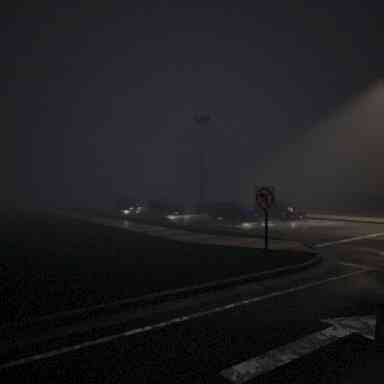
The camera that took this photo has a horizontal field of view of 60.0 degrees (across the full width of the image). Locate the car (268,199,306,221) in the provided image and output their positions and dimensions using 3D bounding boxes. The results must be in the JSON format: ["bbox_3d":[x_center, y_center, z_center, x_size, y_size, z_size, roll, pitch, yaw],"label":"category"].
[{"bbox_3d":[7.106,1.352,27.534,2.097,1.767,4.553,0,0,-36],"label":"car"}]

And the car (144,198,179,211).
[{"bbox_3d":[-3.972,1.547,42.751,2.033,1.411,5.357,0,0,-36],"label":"car"}]

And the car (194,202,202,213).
[{"bbox_3d":[2.035,1.564,34.500,1.994,1.385,4.181,0,0,-36],"label":"car"}]

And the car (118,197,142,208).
[{"bbox_3d":[-9.443,1.562,50.374,1.994,1.385,4.181,0,0,-36],"label":"car"}]

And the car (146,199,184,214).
[{"bbox_3d":[-2.760,1.478,35.134,1.882,1.535,5.008,0,0,-36],"label":"car"}]

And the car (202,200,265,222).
[{"bbox_3d":[3.309,1.478,26.800,1.882,1.535,5.008,0,0,-36],"label":"car"}]

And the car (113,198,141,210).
[{"bbox_3d":[-8.717,1.505,43.352,1.837,1.490,4.892,0,0,-36],"label":"car"}]
